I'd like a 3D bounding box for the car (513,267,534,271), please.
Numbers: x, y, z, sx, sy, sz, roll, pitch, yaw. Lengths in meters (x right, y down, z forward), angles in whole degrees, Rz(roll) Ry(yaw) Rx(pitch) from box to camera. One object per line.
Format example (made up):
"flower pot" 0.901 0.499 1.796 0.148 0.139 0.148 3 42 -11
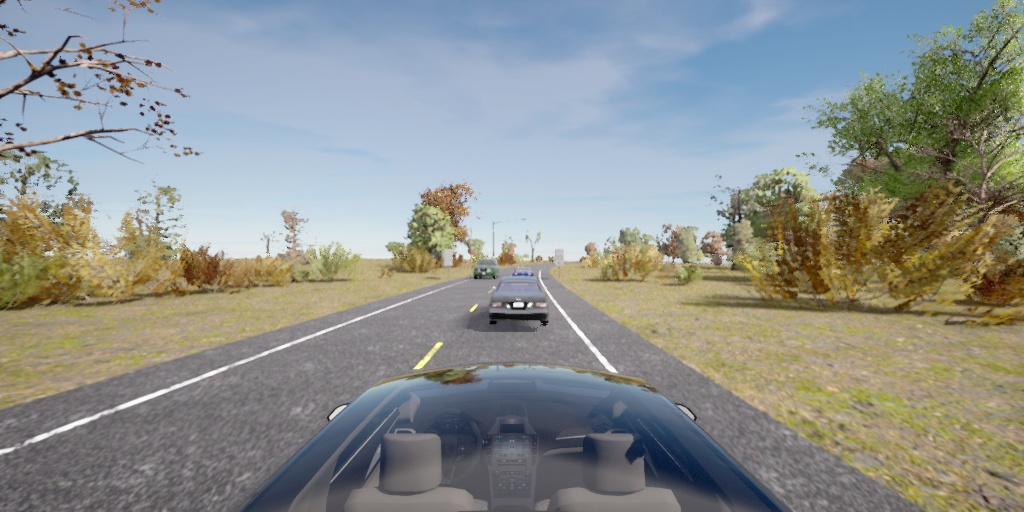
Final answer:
"car" 1.067 1.670 33.502 1.895 1.301 4.718 0 -1 3

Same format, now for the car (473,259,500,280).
"car" -2.481 1.321 36.283 2.150 2.045 5.566 0 -1 3

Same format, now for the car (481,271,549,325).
"car" 0.249 1.405 12.318 2.033 1.411 5.357 0 -1 2
